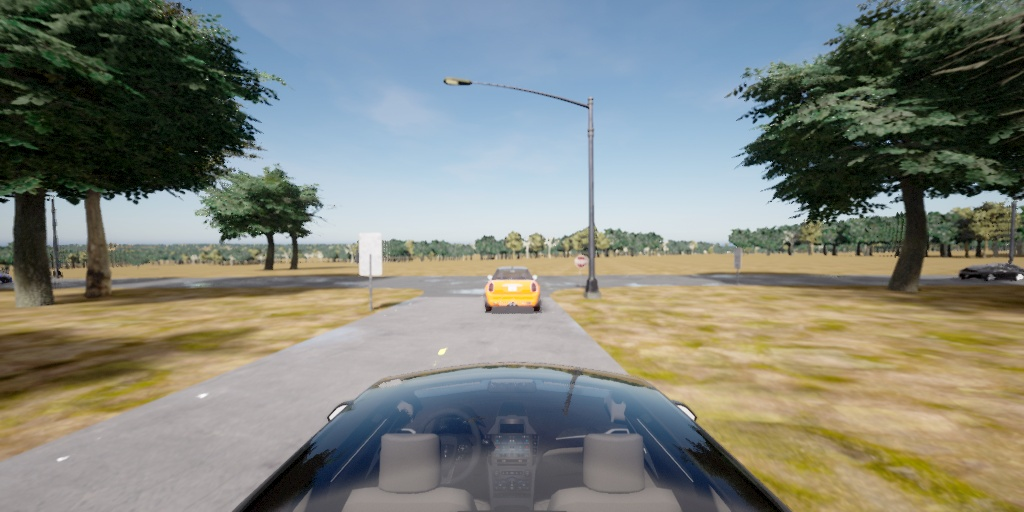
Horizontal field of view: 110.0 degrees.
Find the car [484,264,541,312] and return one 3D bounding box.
[{"bbox_3d":[0.017,1.218,15.085,2.097,1.767,4.553,0,-1,0],"label":"car"}]

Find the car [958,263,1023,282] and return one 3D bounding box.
[{"bbox_3d":[44.217,1.566,33.096,4.892,1.490,1.837,0,2,-4],"label":"car"}]

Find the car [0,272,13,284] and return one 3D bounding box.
[{"bbox_3d":[-52.739,2.040,35.682,4.553,1.767,2.097,-1,2,7],"label":"car"}]
